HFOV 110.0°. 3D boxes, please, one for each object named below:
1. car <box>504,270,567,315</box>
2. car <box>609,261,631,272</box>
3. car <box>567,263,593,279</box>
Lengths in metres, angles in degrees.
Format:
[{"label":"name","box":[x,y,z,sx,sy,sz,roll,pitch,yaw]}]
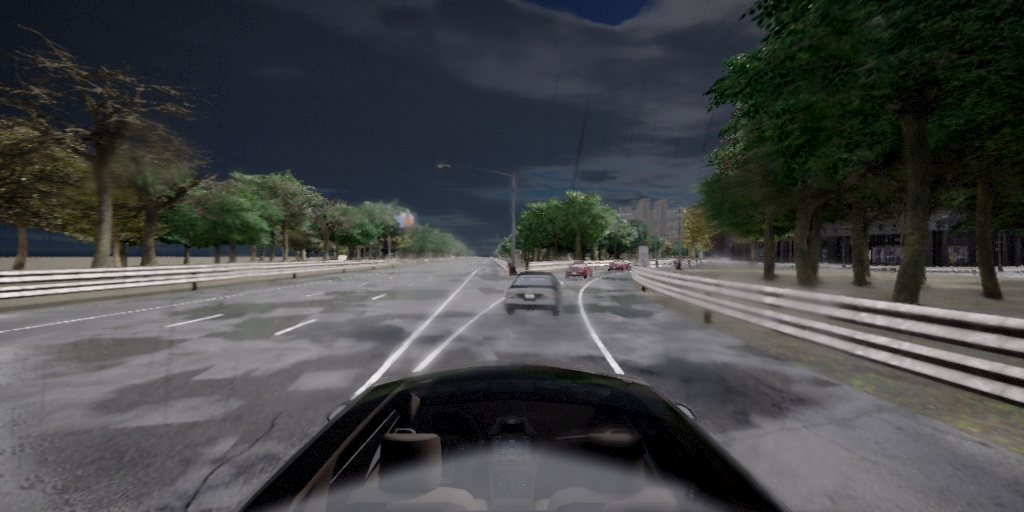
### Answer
[{"label":"car","box":[0.952,1.309,13.617,2.033,1.411,5.357,0,0,9]},{"label":"car","box":[14.656,1.357,48.752,1.812,1.442,4.674,0,0,34]},{"label":"car","box":[6.216,1.324,32.847,1.812,1.442,4.674,0,0,22]}]
